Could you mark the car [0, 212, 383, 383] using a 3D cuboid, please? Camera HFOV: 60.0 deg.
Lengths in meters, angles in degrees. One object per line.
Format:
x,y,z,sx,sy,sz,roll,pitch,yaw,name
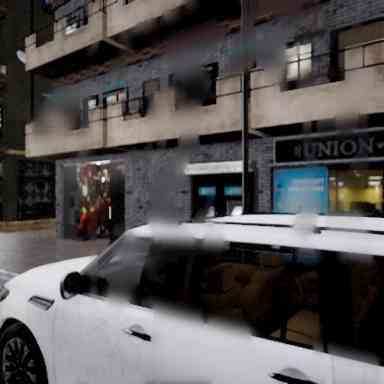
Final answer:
0.296,1.225,3.175,5.566,2.045,2.150,0,0,36,car
